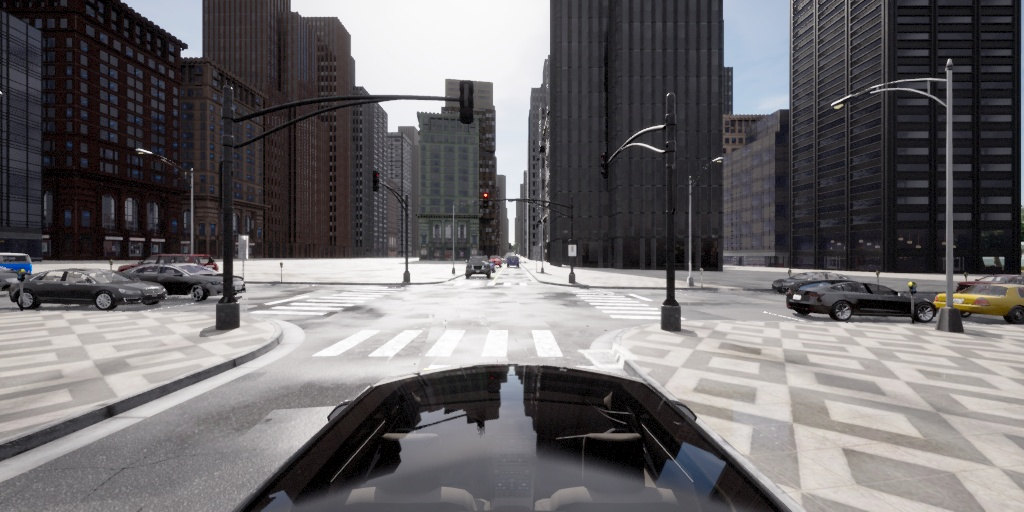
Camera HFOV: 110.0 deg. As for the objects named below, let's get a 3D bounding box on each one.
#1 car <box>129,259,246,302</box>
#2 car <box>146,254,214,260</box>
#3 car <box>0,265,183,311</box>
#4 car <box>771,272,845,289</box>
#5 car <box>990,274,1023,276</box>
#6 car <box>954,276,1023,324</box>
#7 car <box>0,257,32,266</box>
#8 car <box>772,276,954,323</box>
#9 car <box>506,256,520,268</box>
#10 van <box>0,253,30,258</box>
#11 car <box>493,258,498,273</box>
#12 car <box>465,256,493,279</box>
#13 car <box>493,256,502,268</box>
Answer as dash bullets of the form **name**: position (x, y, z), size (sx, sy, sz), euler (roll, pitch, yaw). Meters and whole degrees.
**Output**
- **car**: position (-14.136, 1.065, 15.348), size (4.902, 1.511, 2.128), euler (1, 0, 1)
- **car**: position (-20.198, 0.799, 21.138), size (5.009, 1.841, 2.192), euler (0, 0, 0)
- **car**: position (-14.764, 1.116, 12.604), size (4.403, 1.370, 2.007), euler (0, 0, 0)
- **car**: position (17.809, 1.591, 21.169), size (4.403, 1.370, 2.007), euler (0, 0, 0)
- **car**: position (29.095, 1.765, 21.150), size (4.507, 1.381, 1.888), euler (0, 0, 0)
- **car**: position (17.956, 1.571, 12.644), size (4.829, 1.417, 1.751), euler (0, 0, 0)
- **car**: position (-23.551, 0.935, 15.377), size (4.902, 1.511, 2.128), euler (1, 0, 0)
- **car**: position (12.143, 1.524, 12.654), size (4.313, 1.339, 1.948), euler (0, 0, 0)
- **car**: position (0.190, 0.973, 62.667), size (2.150, 2.045, 5.566), euler (0, 0, 0)
- **van**: position (-31.116, 0.680, 21.157), size (3.998, 1.789, 1.690), euler (0, 0, 0)
- **car**: position (-3.033, 1.275, 43.865), size (1.812, 1.442, 4.674), euler (0, 0, 0)
- **car**: position (-3.091, 0.971, 33.390), size (2.150, 2.045, 5.566), euler (0, 0, -3)
- **car**: position (-2.965, 0.974, 61.875), size (2.150, 2.045, 5.566), euler (0, 0, 0)
